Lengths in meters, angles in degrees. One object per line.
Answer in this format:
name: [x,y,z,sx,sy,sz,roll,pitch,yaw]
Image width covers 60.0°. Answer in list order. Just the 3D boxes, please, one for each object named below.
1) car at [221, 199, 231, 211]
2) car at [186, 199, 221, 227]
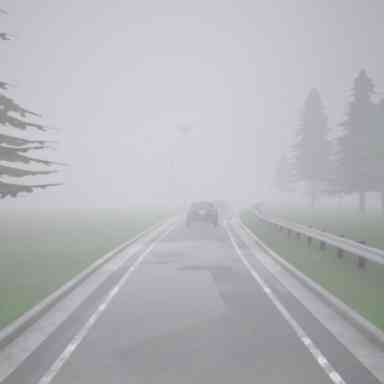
car: [3.662,1.638,41.906,2.033,1.411,5.357,0,0,14]
car: [0.807,1.404,23.631,2.097,1.767,4.553,0,0,4]
